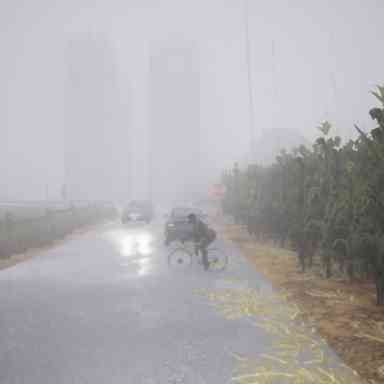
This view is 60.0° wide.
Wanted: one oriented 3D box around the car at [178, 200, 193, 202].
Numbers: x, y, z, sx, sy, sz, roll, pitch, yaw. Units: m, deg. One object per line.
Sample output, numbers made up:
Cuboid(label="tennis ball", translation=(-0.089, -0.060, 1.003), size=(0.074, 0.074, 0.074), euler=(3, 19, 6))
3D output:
Cuboid(label="car", translation=(-0.492, 1.363, 25.759), size=(1.812, 1.442, 4.674), euler=(0, 1, -1))

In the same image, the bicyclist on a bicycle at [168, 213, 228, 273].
Cuboid(label="bicyclist on a bicycle", translation=(0.156, 1.415, 9.112), size=(1.656, 1.620, 0.582), euler=(0, 0, -1))

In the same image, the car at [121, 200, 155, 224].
Cuboid(label="car", translation=(-3.663, 1.353, 23.321), size=(2.128, 1.511, 4.902), euler=(0, 0, -1))

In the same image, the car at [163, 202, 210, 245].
Cuboid(label="car", translation=(-0.250, 1.438, 15.179), size=(1.837, 1.490, 4.892), euler=(0, 0, -1))

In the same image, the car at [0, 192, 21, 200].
Cuboid(label="car", translation=(-38.633, 0.887, 68.308), size=(4.611, 1.667, 2.242), euler=(0, 1, -2))
